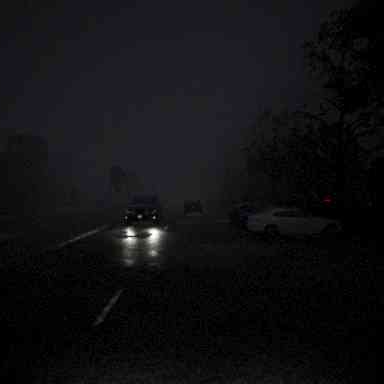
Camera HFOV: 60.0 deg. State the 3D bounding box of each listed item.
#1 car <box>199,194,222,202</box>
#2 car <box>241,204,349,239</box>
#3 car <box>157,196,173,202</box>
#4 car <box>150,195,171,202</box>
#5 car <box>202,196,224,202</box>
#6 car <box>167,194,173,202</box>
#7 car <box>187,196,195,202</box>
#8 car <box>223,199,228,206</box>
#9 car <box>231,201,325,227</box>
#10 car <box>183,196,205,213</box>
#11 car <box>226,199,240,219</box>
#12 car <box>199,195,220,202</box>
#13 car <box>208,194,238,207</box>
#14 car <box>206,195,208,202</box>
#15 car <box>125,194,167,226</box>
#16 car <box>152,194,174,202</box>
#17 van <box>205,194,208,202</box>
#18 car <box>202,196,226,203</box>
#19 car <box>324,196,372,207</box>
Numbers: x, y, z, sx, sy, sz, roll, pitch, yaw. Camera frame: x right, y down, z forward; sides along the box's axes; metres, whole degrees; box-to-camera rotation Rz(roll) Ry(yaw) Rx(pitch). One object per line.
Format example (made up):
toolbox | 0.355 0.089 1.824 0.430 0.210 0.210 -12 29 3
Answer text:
car | 4.760 1.589 85.944 5.566 2.045 2.435 0 -2 -1
car | 5.081 1.516 16.771 4.674 1.452 2.002 0 0 0
car | -7.550 1.932 93.404 4.553 1.767 2.185 0 -2 -1
car | -7.381 1.540 78.228 4.553 1.767 2.185 0 -1 -1
car | 5.024 1.706 80.224 5.366 1.575 1.946 0 -1 -1
car | -7.571 1.613 75.307 5.366 1.575 1.946 0 -1 -1
car | -0.294 1.844 84.346 2.128 1.511 4.902 0 -2 -1
car | 5.080 1.514 26.469 4.674 1.452 2.002 0 0 0
car | 5.089 1.475 19.920 5.008 1.535 2.097 0 0 0
car | 0.073 1.416 36.583 1.882 1.535 5.008 -1 1 0
car | 5.078 1.476 23.193 4.892 1.521 2.231 0 0 0
car | 4.687 1.748 91.403 5.566 2.045 2.435 0 -2 -1
car | 5.113 1.344 50.805 4.553 1.767 2.185 0 0 0
car | 5.040 1.511 53.975 4.674 1.452 2.002 0 0 0
car | -3.304 1.219 23.978 2.150 2.045 5.566 0 0 1
car | -7.472 1.629 87.457 5.566 2.045 2.435 0 -1 -1
van | 4.770 1.384 74.771 4.442 1.987 1.878 0 -1 -1
car | 5.047 1.654 77.564 5.366 1.575 1.946 0 -1 0
car | 18.019 1.194 39.077 4.892 1.490 1.837 1 -3 -1
